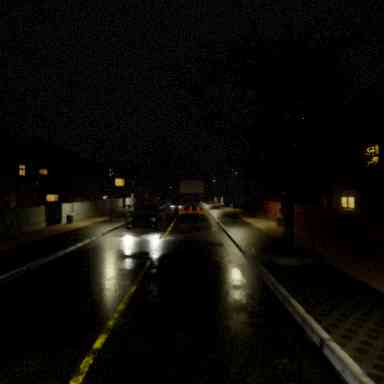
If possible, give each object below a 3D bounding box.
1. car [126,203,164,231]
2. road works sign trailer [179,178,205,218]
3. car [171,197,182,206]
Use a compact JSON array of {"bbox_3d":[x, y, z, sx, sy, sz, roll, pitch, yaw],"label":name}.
[{"bbox_3d":[-2.863,1.512,21.056,1.882,1.535,5.008,0,0,0],"label":"car"},{"bbox_3d":[-0.018,0.528,30.881,2.380,3.560,2.880,0,0,0],"label":"road works sign trailer"},{"bbox_3d":[-2.824,1.769,62.186,1.837,1.490,4.892,0,0,1],"label":"car"}]
